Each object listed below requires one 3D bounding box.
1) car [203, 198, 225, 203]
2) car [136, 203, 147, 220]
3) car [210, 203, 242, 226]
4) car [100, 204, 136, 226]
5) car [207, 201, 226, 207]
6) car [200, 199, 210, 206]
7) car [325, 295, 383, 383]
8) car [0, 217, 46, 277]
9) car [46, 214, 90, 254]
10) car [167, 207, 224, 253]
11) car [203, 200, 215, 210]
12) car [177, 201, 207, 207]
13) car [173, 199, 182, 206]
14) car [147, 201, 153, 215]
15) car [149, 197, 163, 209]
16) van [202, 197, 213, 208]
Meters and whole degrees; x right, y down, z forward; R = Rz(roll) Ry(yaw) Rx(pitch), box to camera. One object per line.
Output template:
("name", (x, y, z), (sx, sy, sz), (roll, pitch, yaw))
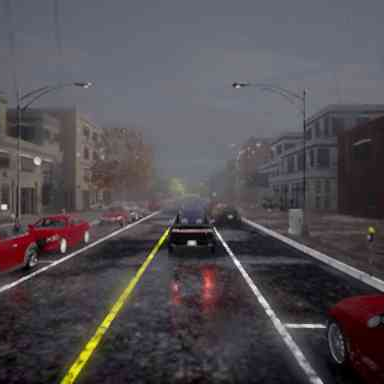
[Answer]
("car", (2.673, 1.647, 36.253), (2.192, 1.841, 5.009), (-1, -1, 0))
("car", (-5.704, 1.832, 30.697), (2.008, 1.369, 4.403), (-1, -1, 0))
("car", (2.679, 1.797, 25.154), (1.947, 1.339, 4.313), (-1, -1, 0))
("car", (-5.701, 1.812, 25.149), (1.802, 1.307, 4.206), (-1, -1, 0))
("car", (2.678, 1.808, 30.872), (1.752, 1.417, 4.829), (-1, -1, 0))
("car", (2.664, 2.160, 69.709), (1.752, 1.417, 4.829), (-1, -1, 0))
("car", (2.686, 1.610, 2.962), (1.802, 1.307, 4.206), (-1, -1, 0))
("car", (-5.697, 1.519, 8.506), (1.967, 1.590, 4.097), (-1, -1, 0))
("car", (-5.698, 1.674, 14.053), (1.887, 1.381, 4.507), (-1, -1, 0))
("car", (-0.002, 1.624, 14.284), (2.128, 1.511, 4.902), (0, 0, 0))
("car", (2.670, 2.010, 53.065), (1.752, 1.417, 4.829), (-1, -1, 0))
("car", (-0.010, 1.813, 28.981), (2.033, 1.411, 5.357), (0, 0, 0))
("car", (-3.025, 2.183, 71.024), (2.033, 1.411, 5.357), (0, -1, 0))
("car", (-5.705, 1.914, 36.246), (1.802, 1.307, 4.206), (-1, -1, 0))
("car", (-5.713, 1.798, 52.892), (2.192, 1.841, 5.009), (-1, -1, 0))
("van", (2.665, 1.874, 58.445), (1.690, 1.788, 3.998), (-1, -1, 0))
